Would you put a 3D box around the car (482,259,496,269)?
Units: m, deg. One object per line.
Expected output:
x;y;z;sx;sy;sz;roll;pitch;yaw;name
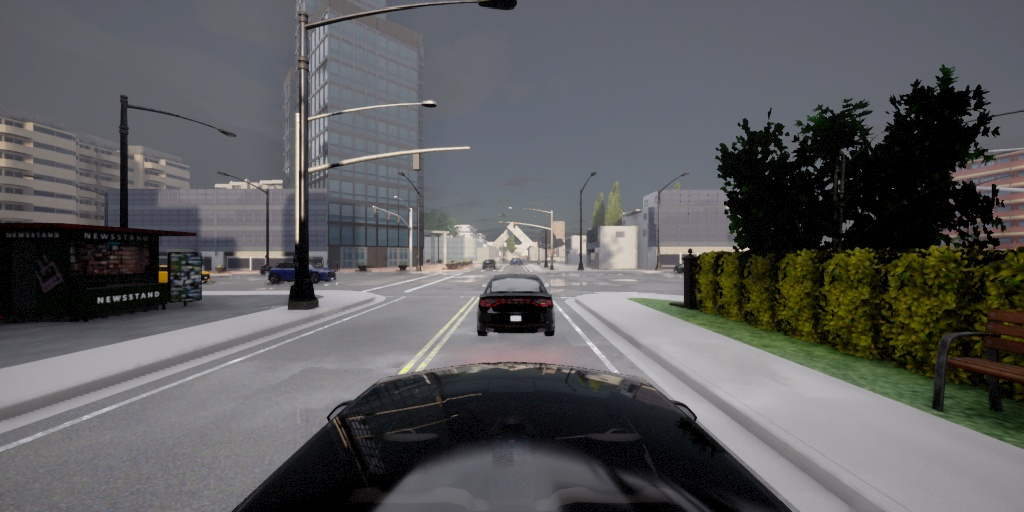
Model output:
-3.380;1.227;54.173;1.882;1.535;5.008;0;0;0;car

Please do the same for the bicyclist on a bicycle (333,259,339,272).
-21.823;1.216;44.450;0.582;1.620;1.656;-1;0;0;bicyclist on a bicycle

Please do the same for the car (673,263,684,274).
19.988;1.057;38.837;4.553;1.767;2.097;0;0;0;car

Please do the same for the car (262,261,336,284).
-16.286;1.209;27.994;4.553;1.767;2.097;-1;0;0;car

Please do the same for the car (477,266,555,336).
0.109;1.228;10.391;1.882;1.535;5.008;0;0;1;car

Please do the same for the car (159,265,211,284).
-26.398;1.454;27.957;5.008;1.535;1.882;-1;0;0;car
